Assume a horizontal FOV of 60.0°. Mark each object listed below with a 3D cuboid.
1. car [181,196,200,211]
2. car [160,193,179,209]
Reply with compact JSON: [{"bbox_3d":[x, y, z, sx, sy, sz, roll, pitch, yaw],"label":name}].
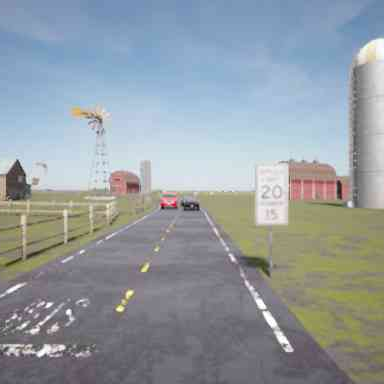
[{"bbox_3d":[-0.075,1.436,40.690,1.882,1.535,5.008,0,0,-2],"label":"car"},{"bbox_3d":[-3.013,1.169,44.756,2.150,2.045,5.566,0,0,-2],"label":"car"}]
